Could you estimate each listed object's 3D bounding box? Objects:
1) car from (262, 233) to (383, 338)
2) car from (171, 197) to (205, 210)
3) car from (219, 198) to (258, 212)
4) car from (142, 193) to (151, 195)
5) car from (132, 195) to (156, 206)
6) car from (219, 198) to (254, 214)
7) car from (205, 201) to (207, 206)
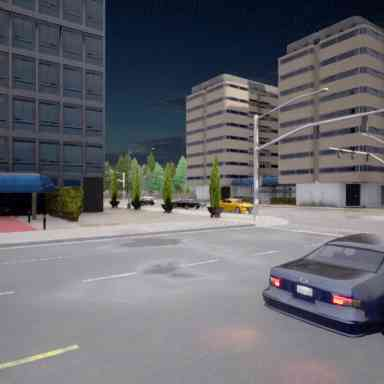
[{"bbox_3d":[3.768,1.547,6.510,5.357,1.411,2.033,0,0,-35],"label":"car"},{"bbox_3d":[-0.852,1.601,43.655,1.895,1.301,4.718,0,0,-35],"label":"car"},{"bbox_3d":[5.608,1.505,40.535,1.837,1.490,4.892,0,0,-35],"label":"car"},{"bbox_3d":[-8.615,1.212,60.894,2.150,2.045,5.566,0,1,-35],"label":"car"},{"bbox_3d":[-7.880,1.601,53.698,1.895,1.301,4.718,0,0,-35],"label":"car"},{"bbox_3d":[4.509,1.478,36.001,1.882,1.535,5.008,0,0,-35],"label":"car"},{"bbox_3d":[0.183,1.491,48.277,2.128,1.511,4.902,0,0,-35],"label":"car"}]
